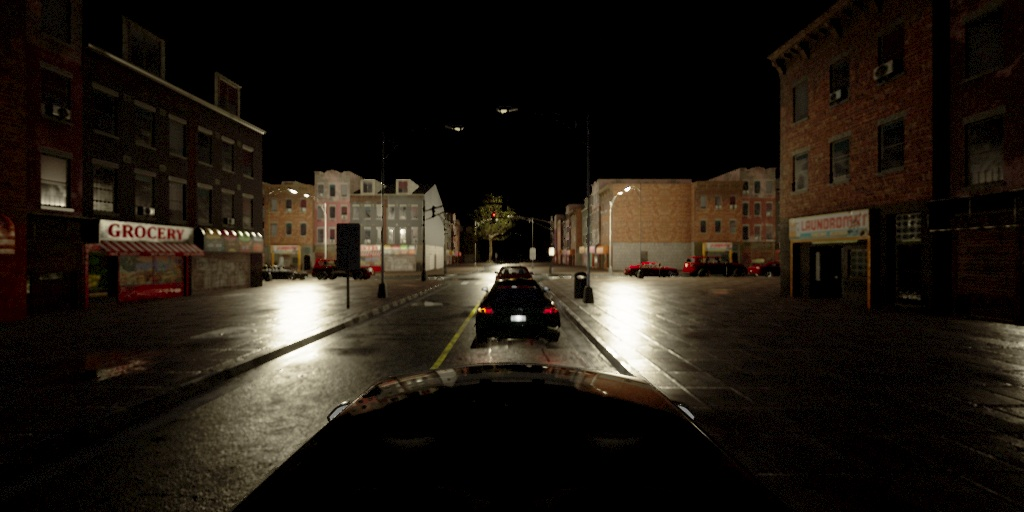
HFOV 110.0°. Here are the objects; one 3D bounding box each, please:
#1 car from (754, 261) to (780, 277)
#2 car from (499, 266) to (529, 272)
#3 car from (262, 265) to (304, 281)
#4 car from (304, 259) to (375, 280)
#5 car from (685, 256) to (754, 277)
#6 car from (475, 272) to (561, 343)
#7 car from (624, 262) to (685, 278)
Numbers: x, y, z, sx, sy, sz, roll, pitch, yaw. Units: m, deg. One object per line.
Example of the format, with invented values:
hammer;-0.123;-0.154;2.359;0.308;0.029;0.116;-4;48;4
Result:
car;22.811;1.137;30.834;4.507;1.381;1.888;0;0;0
car;0.098;1.233;18.696;1.882;1.535;5.008;0;0;0
car;-19.891;1.469;30.751;4.313;1.339;1.948;0;0;0
car;-14.465;1.176;30.762;5.009;1.841;2.192;0;0;0
car;17.377;0.944;30.824;5.009;1.841;2.192;0;0;0
car;0.106;1.315;9.732;1.994;1.385;4.181;0;0;-1
car;11.943;1.213;30.813;4.507;1.381;1.888;0;0;0
